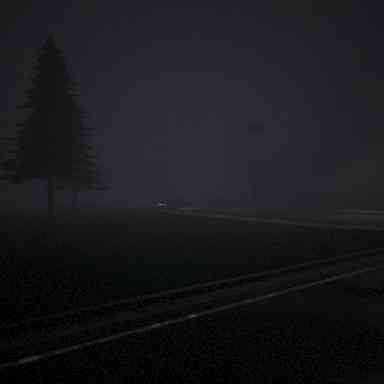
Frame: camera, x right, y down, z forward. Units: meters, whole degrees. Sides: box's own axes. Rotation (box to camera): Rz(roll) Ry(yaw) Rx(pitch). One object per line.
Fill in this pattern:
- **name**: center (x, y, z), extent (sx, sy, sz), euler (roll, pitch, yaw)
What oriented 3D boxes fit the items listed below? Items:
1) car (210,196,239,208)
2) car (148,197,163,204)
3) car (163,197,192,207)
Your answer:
- **car**: center (4.560, 1.367, 47.589), extent (2.097, 1.767, 4.553), euler (0, 0, -36)
- **car**: center (-6.582, 1.616, 63.133), extent (1.994, 1.385, 4.181), euler (0, 0, -36)
- **car**: center (-1.946, 1.491, 50.594), extent (1.882, 1.535, 5.008), euler (0, 0, -36)
